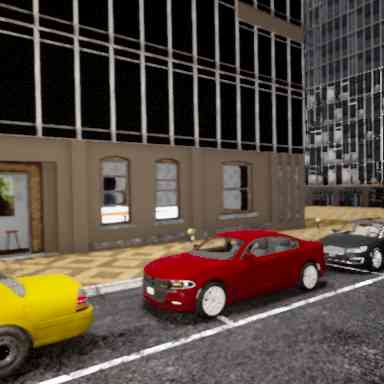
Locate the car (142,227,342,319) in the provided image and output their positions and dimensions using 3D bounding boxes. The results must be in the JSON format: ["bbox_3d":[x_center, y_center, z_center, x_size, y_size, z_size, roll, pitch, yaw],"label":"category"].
[{"bbox_3d":[1.083,1.527,7.311,4.507,1.381,1.887,0,-1,-35],"label":"car"}]

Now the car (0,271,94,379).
[{"bbox_3d":[-3.694,1.529,3.903,4.829,1.417,1.752,0,-1,-35],"label":"car"}]

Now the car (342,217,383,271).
[{"bbox_3d":[5.721,1.514,10.620,4.403,1.369,2.008,0,-1,-35],"label":"car"}]
